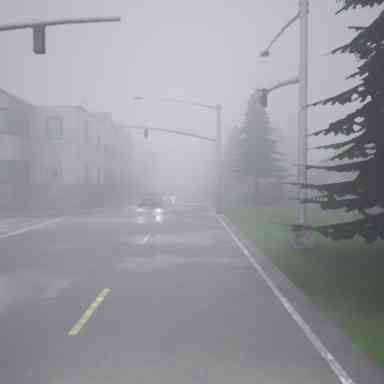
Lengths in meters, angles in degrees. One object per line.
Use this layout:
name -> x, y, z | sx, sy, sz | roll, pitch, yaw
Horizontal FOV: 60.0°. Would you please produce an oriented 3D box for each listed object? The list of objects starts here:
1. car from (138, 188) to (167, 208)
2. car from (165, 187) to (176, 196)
car -> -3.610, 0.611, 29.798 | 1.837, 1.490, 4.892 | 0, 2, 0
car -> -3.707, -0.199, 54.514 | 1.895, 1.301, 4.718 | 0, 2, 0
